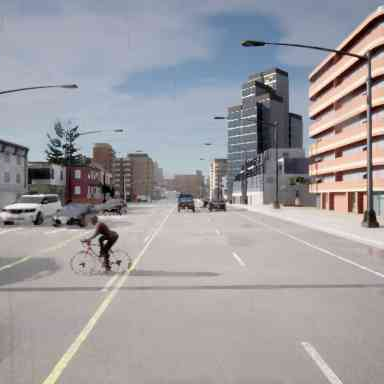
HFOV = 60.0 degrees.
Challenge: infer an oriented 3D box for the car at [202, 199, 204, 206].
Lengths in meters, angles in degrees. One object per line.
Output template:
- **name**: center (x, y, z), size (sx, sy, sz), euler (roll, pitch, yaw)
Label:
- **car**: center (2.623, 1.419, 48.770), size (2.128, 1.511, 4.902), euler (0, -1, -1)

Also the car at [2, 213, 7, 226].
- **car**: center (-7.254, 1.536, 8.950), size (1.812, 1.442, 4.674), euler (0, 0, -1)

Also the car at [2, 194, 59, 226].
- **car**: center (-11.032, 1.182, 23.451), size (2.150, 2.045, 5.566), euler (0, 0, -1)

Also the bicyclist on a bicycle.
- **bicyclist on a bicycle**: center (-2.482, 1.463, 9.017), size (1.656, 1.620, 0.582), euler (-2, 0, -1)

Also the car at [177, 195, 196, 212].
- **car**: center (-0.633, 1.407, 37.475), size (1.837, 1.490, 4.892), euler (0, 0, -1)

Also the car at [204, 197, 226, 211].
- **car**: center (2.867, 1.390, 38.777), size (2.128, 1.511, 4.902), euler (0, 0, -1)

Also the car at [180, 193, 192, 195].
- **car**: center (-0.870, 1.139, 47.536), size (2.150, 2.045, 5.566), euler (0, -1, -1)

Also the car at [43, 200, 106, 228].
- **car**: center (-7.454, 1.459, 21.721), size (2.128, 1.511, 4.902), euler (0, 0, -1)

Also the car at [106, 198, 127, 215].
- **car**: center (-7.672, 1.425, 33.120), size (1.837, 1.490, 4.892), euler (0, 0, -1)
